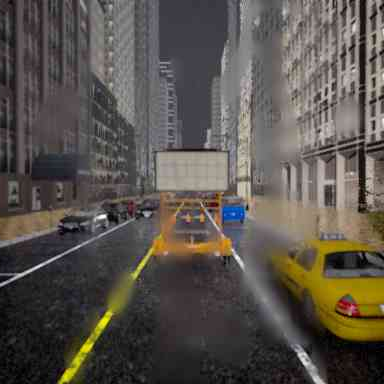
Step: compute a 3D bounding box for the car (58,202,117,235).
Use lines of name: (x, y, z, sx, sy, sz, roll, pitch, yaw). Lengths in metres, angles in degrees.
car: (-5.692, 1.438, 17.812, 2.008, 1.369, 4.403, -1, 0, 0)

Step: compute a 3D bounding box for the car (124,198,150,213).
car: (-5.687, 1.331, 34.863, 2.008, 1.369, 4.403, -1, 0, 0)

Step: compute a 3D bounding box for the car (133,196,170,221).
car: (-3.092, 1.332, 25.337, 2.128, 1.511, 4.902, 0, 0, 0)

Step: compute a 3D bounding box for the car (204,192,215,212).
car: (2.691, 1.096, 34.858, 2.192, 1.841, 5.009, -1, 0, 0)

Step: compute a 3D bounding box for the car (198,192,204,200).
car: (2.703, 1.153, 63.277, 2.008, 1.369, 4.403, -1, 0, 0)

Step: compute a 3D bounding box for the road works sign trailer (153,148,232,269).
road works sign trailer: (0.004, 0.395, 10.835, 2.380, 3.560, 2.880, 0, 0, 0)

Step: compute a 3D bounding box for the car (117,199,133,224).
car: (-5.690, 1.418, 23.496, 1.947, 1.339, 4.313, -1, 0, 0)

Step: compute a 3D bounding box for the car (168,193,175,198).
car: (-5.669, 0.948, 91.528, 1.752, 1.417, 4.829, -1, 0, 0)

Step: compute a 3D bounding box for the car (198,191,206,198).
car: (2.709, 0.737, 91.694, 2.192, 1.841, 5.009, -1, 0, 0)

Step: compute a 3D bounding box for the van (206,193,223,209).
van: (2.694, 1.086, 40.542, 1.690, 1.788, 3.998, -1, 0, 0)

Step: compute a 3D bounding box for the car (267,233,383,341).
car: (2.685, 1.483, 6.612, 1.752, 1.417, 4.829, -1, 0, 0)

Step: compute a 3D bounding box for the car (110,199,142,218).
car: (-5.689, 1.361, 29.179, 1.887, 1.381, 4.507, -1, 0, 0)

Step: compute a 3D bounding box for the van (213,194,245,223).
van: (2.688, 1.193, 23.491, 1.690, 1.788, 3.998, -1, 0, 0)

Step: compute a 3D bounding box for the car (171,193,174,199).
car: (-5.674, 1.112, 74.647, 1.802, 1.307, 4.206, -1, 0, 0)

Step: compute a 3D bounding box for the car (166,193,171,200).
car: (-5.678, 1.153, 63.280, 2.008, 1.369, 4.403, -1, 0, 0)

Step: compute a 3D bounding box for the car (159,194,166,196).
car: (-5.682, 1.224, 51.913, 2.008, 1.369, 4.403, -1, 0, 0)
